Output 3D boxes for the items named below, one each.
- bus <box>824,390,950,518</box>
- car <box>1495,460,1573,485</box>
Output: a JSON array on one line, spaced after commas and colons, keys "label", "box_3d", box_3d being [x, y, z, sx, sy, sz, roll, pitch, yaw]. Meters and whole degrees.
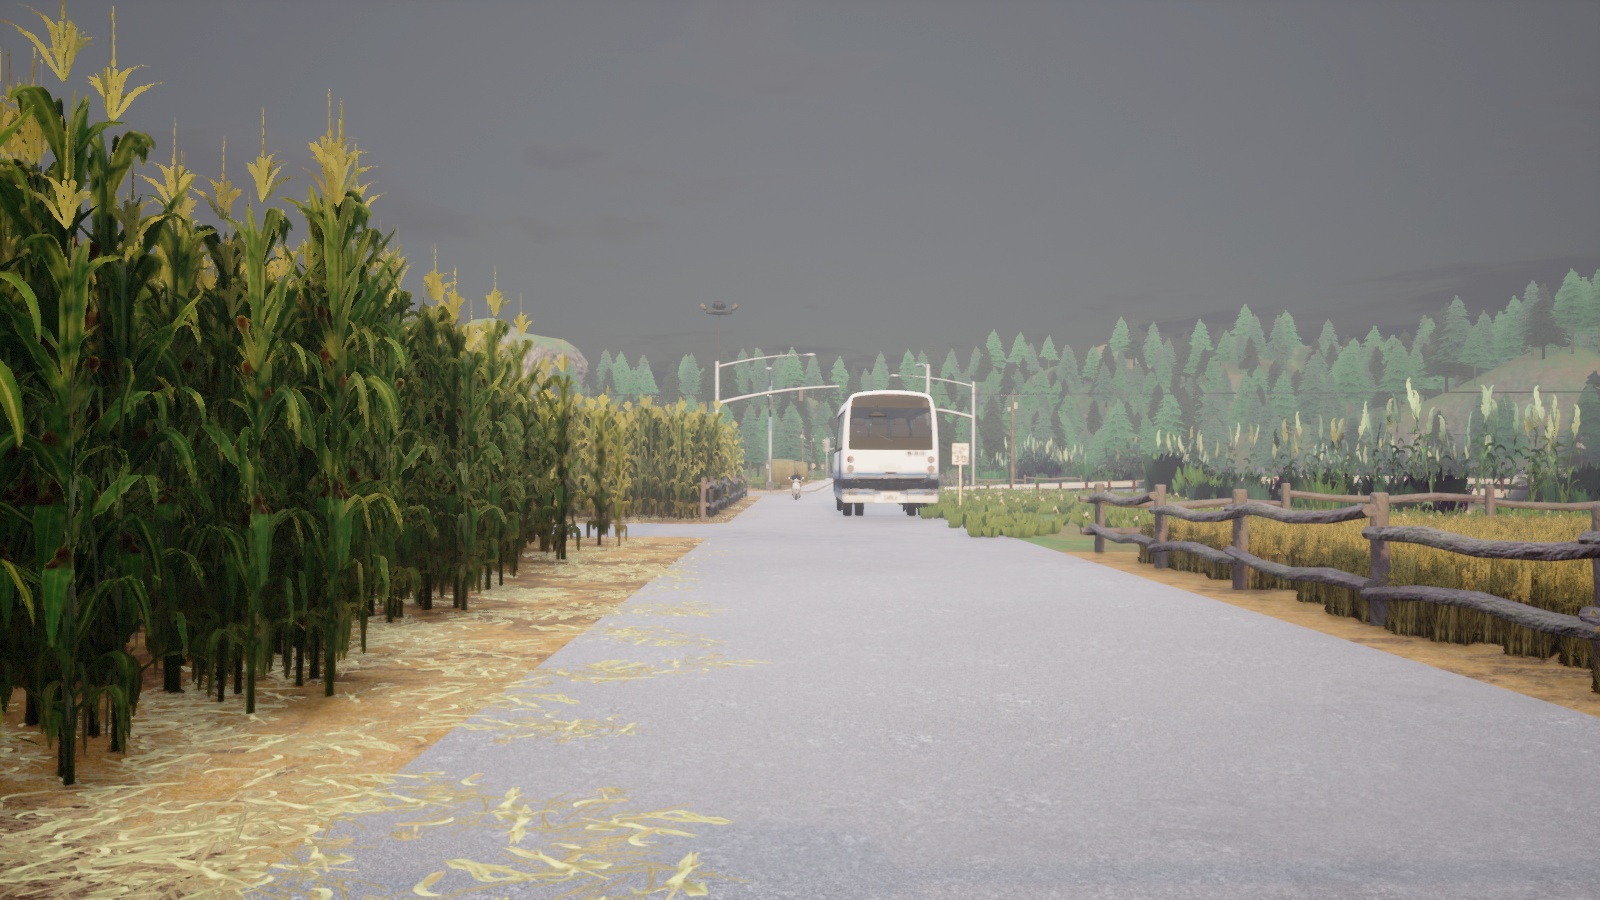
[{"label": "bus", "box_3d": [2.980, 0.212, 46.884, 3.944, 4.253, 10.273, 0, -1, 0]}, {"label": "car", "box_3d": [46.782, 1.423, 80.150, 3.806, 1.475, 1.970, 2, -1, 8]}]
